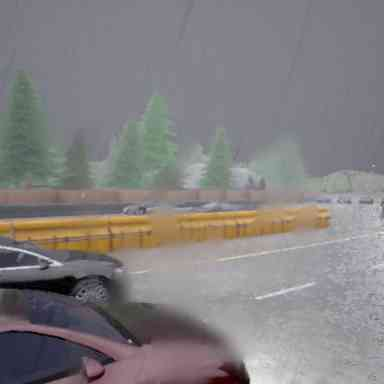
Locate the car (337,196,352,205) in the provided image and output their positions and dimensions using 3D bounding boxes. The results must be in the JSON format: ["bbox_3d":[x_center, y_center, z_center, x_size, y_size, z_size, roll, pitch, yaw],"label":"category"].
[{"bbox_3d":[27.441,1.484,59.855,2.128,1.511,4.902,0,0,36],"label":"car"}]

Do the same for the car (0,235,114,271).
[{"bbox_3d":[-3.450,1.486,5.608,4.902,1.511,2.128,0,0,-35],"label":"car"}]

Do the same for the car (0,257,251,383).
[{"bbox_3d":[-1.496,1.562,2.706,4.181,1.385,1.994,0,0,-35],"label":"car"}]

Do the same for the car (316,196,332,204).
[{"bbox_3d":[24.508,1.451,61.762,1.882,1.535,5.008,0,0,36],"label":"car"}]

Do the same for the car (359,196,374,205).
[{"bbox_3d":[30.383,1.471,57.949,1.837,1.490,4.892,0,0,36],"label":"car"}]

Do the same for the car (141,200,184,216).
[{"bbox_3d":[-1.652,1.584,28.964,4.718,1.301,1.895,0,0,-39],"label":"car"}]

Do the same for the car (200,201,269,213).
[{"bbox_3d":[3.427,1.537,24.050,5.357,1.411,2.033,0,0,-39],"label":"car"}]

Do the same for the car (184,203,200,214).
[{"bbox_3d":[1.944,1.512,27.388,4.674,1.442,1.812,0,0,-40],"label":"car"}]

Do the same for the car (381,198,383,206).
[{"bbox_3d":[32.247,1.484,54.547,2.128,1.511,4.902,0,0,36],"label":"car"}]

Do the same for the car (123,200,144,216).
[{"bbox_3d":[-4.143,1.471,31.477,4.902,1.511,2.128,0,0,-39],"label":"car"}]
